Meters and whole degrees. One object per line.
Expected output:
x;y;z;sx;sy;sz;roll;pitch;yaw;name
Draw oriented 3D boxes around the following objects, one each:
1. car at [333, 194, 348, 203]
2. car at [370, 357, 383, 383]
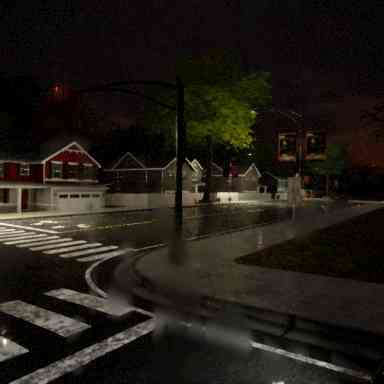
28.010;1.206;62.723;2.128;1.511;4.902;1;0;36;car
3.361;1.506;1.283;4.892;1.490;1.837;0;0;35;car
